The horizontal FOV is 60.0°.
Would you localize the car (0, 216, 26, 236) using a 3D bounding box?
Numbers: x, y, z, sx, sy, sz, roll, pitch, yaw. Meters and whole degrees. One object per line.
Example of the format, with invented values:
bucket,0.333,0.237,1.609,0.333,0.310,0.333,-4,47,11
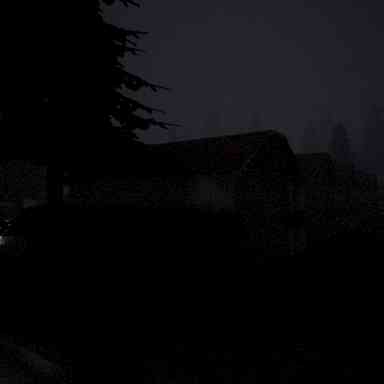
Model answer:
car,-10.658,2.061,22.147,1.994,1.385,4.181,-1,-1,36
